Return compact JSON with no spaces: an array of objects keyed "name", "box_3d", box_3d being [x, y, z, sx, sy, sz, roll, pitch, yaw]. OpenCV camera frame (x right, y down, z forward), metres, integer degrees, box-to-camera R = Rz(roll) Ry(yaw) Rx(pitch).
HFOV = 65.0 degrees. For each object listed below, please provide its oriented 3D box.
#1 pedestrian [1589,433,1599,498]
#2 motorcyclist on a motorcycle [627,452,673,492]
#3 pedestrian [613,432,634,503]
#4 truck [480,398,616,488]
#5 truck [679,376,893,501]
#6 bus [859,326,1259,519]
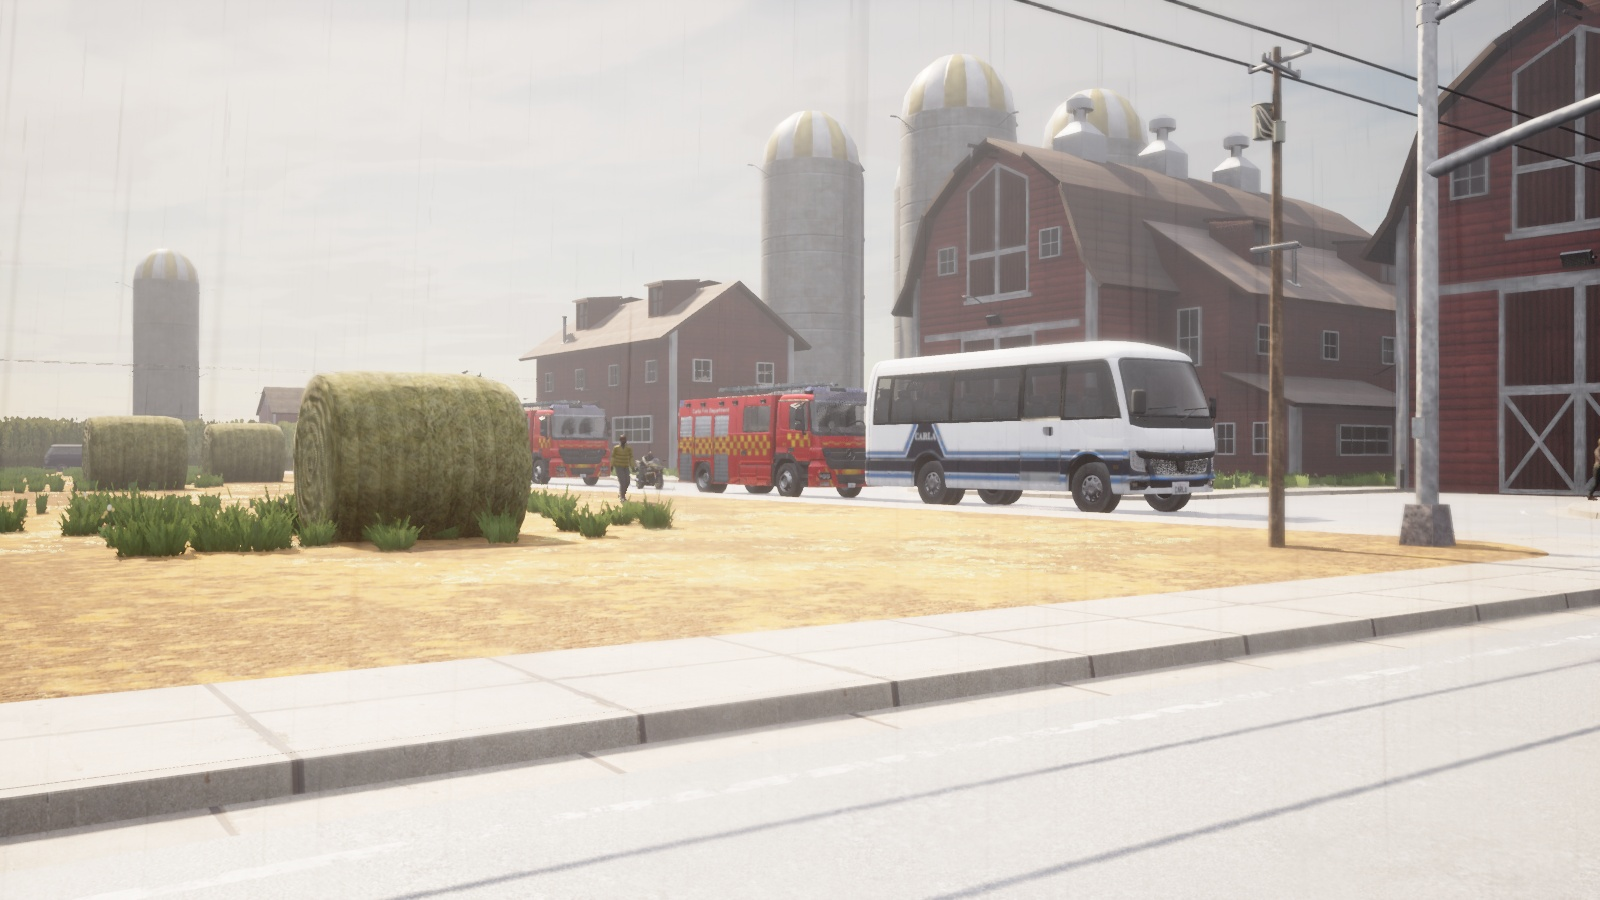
[{"name":"pedestrian","box_3d":[22.998,0.436,35.920,0.331,1.846,0.634,0,0,-35]},{"name":"motorcyclist on a motorcycle","box_3d":[-5.971,0.870,49.922,0.866,1.530,2.191,-1,0,-36]},{"name":"pedestrian","box_3d":[-4.607,0.460,32.734,0.370,1.835,0.726,0,0,-23]},{"name":"truck","box_3d":[-11.783,-0.280,57.959,2.891,3.827,8.468,0,0,-36]},{"name":"truck","box_3d":[-0.707,-0.342,42.652,2.891,3.827,8.468,0,0,-36]},{"name":"bus","box_3d":[6.317,-0.595,32.948,3.944,4.253,10.273,0,0,-36]}]
